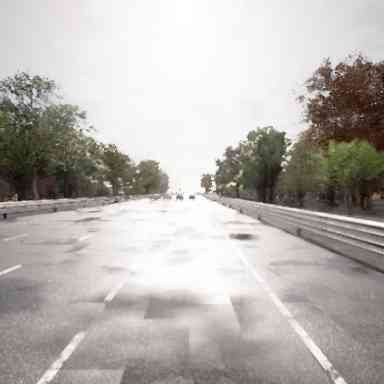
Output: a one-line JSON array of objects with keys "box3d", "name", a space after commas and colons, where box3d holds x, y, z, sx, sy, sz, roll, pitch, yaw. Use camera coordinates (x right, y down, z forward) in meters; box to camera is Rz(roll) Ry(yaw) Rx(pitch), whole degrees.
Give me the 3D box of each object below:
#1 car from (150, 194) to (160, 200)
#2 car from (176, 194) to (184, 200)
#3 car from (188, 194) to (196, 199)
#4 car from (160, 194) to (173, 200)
[{"box3d": [-10.499, 1.413, 92.018, 1.994, 1.385, 4.181, 0, 0, 0], "name": "car"}, {"box3d": [-3.498, 1.360, 91.601, 1.837, 1.490, 4.892, 0, 0, 0], "name": "car"}, {"box3d": [0.001, 1.338, 91.601, 1.882, 1.535, 5.008, 0, 0, 0], "name": "car"}, {"box3d": [-6.999, 1.216, 91.955, 2.097, 1.767, 4.553, 0, 0, 0], "name": "car"}]
